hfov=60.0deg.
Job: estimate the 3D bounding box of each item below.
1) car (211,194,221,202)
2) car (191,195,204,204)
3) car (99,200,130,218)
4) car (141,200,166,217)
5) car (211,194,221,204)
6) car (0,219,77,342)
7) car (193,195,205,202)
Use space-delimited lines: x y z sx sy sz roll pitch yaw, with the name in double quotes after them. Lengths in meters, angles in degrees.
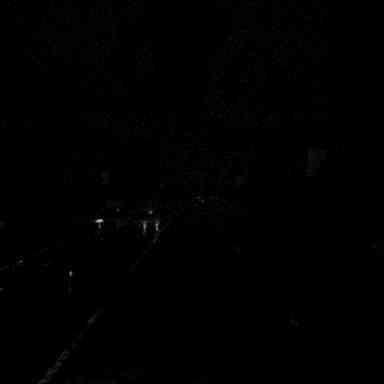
5.072 1.221 70.924 2.097 1.767 4.553 0 0 4 "car"
0.894 1.535 60.511 1.895 1.301 4.718 0 0 3 "car"
-6.960 1.445 30.311 1.882 1.535 5.008 0 0 1 "car"
-3.457 1.460 30.518 2.128 1.511 4.902 0 0 1 "car"
4.389 1.481 60.330 2.033 1.411 5.357 0 0 3 "car"
-3.592 1.346 5.436 2.097 1.767 4.553 0 0 0 "car"
1.555 1.374 70.816 2.128 1.511 4.902 0 0 4 "car"
